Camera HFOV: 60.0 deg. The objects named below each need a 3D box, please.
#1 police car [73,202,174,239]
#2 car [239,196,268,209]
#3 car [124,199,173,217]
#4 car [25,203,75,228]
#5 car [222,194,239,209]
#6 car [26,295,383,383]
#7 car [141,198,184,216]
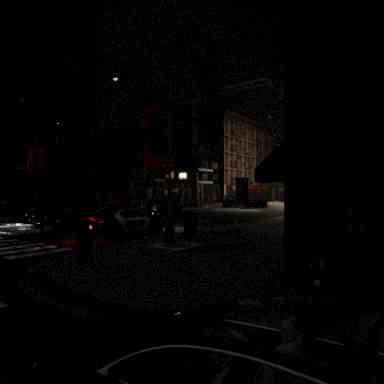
[{"bbox_3d":[-3.477,1.535,17.790,2.038,1.542,4.974,0,0,36],"label":"police car"},{"bbox_3d":[8.948,1.554,46.431,1.882,1.535,5.008,0,0,36],"label":"car"},{"bbox_3d":[-4.282,1.523,33.594,2.128,1.511,4.902,0,0,36],"label":"car"},{"bbox_3d":[-8.265,1.619,22.442,1.895,1.301,4.718,0,0,36],"label":"car"},{"bbox_3d":[6.506,1.297,48.599,2.150,2.045,5.566,0,0,36],"label":"car"},{"bbox_3d":[0.449,1.551,2.529,4.403,1.369,2.008,0,0,36],"label":"car"},{"bbox_3d":[-2.729,1.386,30.182,2.097,1.767,4.553,0,0,36],"label":"car"}]
